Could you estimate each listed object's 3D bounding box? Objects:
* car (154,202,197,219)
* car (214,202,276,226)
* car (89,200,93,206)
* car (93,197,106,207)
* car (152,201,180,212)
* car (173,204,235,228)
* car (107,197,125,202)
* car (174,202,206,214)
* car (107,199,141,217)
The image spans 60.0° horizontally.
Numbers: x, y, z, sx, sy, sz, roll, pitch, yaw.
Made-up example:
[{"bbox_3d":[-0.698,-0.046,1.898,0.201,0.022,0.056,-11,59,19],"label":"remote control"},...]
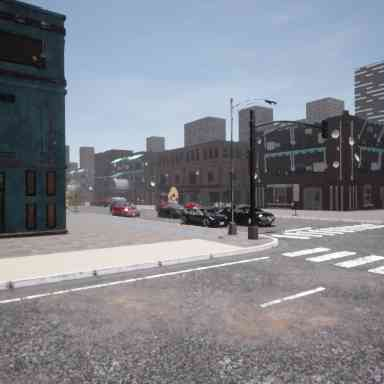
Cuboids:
[{"bbox_3d":[-1.760,1.879,32.961,1.994,1.385,4.181,-1,0,-35],"label":"car"},{"bbox_3d":[4.017,1.706,24.800,1.837,1.490,4.892,-1,0,-34],"label":"car"},{"bbox_3d":[-19.659,2.227,67.944,1.887,1.381,4.507,-1,0,-36],"label":"car"},{"bbox_3d":[-16.446,1.939,63.440,2.192,1.841,5.009,-1,0,-36],"label":"car"},{"bbox_3d":[-3.569,1.965,45.425,1.802,1.307,4.206,-2,0,-36],"label":"car"},{"bbox_3d":[0.797,1.814,24.686,1.947,1.339,4.313,-2,0,-36],"label":"car"},{"bbox_3d":[-8.811,1.804,42.831,2.097,1.767,4.553,-1,0,-34],"label":"car"},{"bbox_3d":[-0.353,1.903,40.921,1.802,1.307,4.206,-2,0,-36],"label":"car"},{"bbox_3d":[-7.173,1.846,36.048,1.967,1.590,4.097,-1,0,-36],"label":"car"}]
